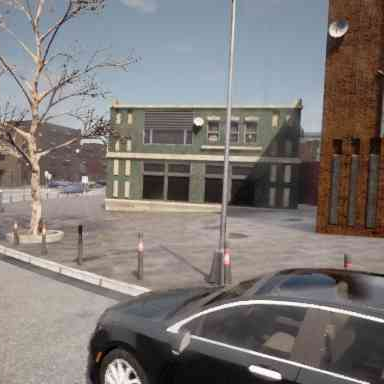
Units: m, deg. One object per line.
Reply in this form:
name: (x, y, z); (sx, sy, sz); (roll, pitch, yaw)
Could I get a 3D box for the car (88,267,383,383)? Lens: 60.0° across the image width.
car: (1.066, 1.506, 3.063); (4.892, 1.490, 1.837); (1, 0, 36)

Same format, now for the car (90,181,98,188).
car: (-24.046, -1.739, 73.666); (4.553, 1.767, 2.185); (3, 3, 20)

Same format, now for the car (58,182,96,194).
car: (-18.209, -0.433, 53.010); (2.033, 1.411, 5.357); (3, 2, 18)

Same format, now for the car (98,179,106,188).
car: (-23.123, -1.688, 76.272); (4.892, 1.521, 2.231); (3, 3, 20)

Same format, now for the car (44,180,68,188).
car: (-26.933, -1.533, 65.913); (4.553, 1.767, 2.185); (3, 3, 20)
